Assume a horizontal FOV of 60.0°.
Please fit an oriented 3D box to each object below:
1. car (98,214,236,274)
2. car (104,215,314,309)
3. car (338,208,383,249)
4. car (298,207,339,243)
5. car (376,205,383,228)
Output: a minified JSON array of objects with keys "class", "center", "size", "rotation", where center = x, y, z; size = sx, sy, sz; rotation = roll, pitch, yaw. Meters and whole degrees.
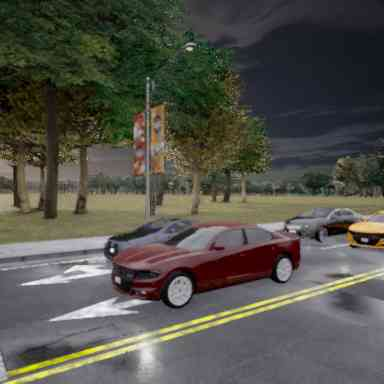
[{"class":"car","center":[-0.750,1.567,11.127],"size":[4.181,1.385,1.994],"rotation":[0,0,-35]},{"class":"car","center":[0.559,1.480,8.070],"size":[5.008,1.535,1.882],"rotation":[0,0,-36]},{"class":"car","center":[8.362,1.486,13.629],"size":[5.008,1.535,1.882],"rotation":[0,0,-35]},{"class":"car","center":[6.516,1.500,16.301],"size":[4.902,1.511,2.128],"rotation":[0,0,-35]},{"class":"car","center":[14.531,1.565,21.972],"size":[5.357,1.411,2.033],"rotation":[0,0,-36]}]
